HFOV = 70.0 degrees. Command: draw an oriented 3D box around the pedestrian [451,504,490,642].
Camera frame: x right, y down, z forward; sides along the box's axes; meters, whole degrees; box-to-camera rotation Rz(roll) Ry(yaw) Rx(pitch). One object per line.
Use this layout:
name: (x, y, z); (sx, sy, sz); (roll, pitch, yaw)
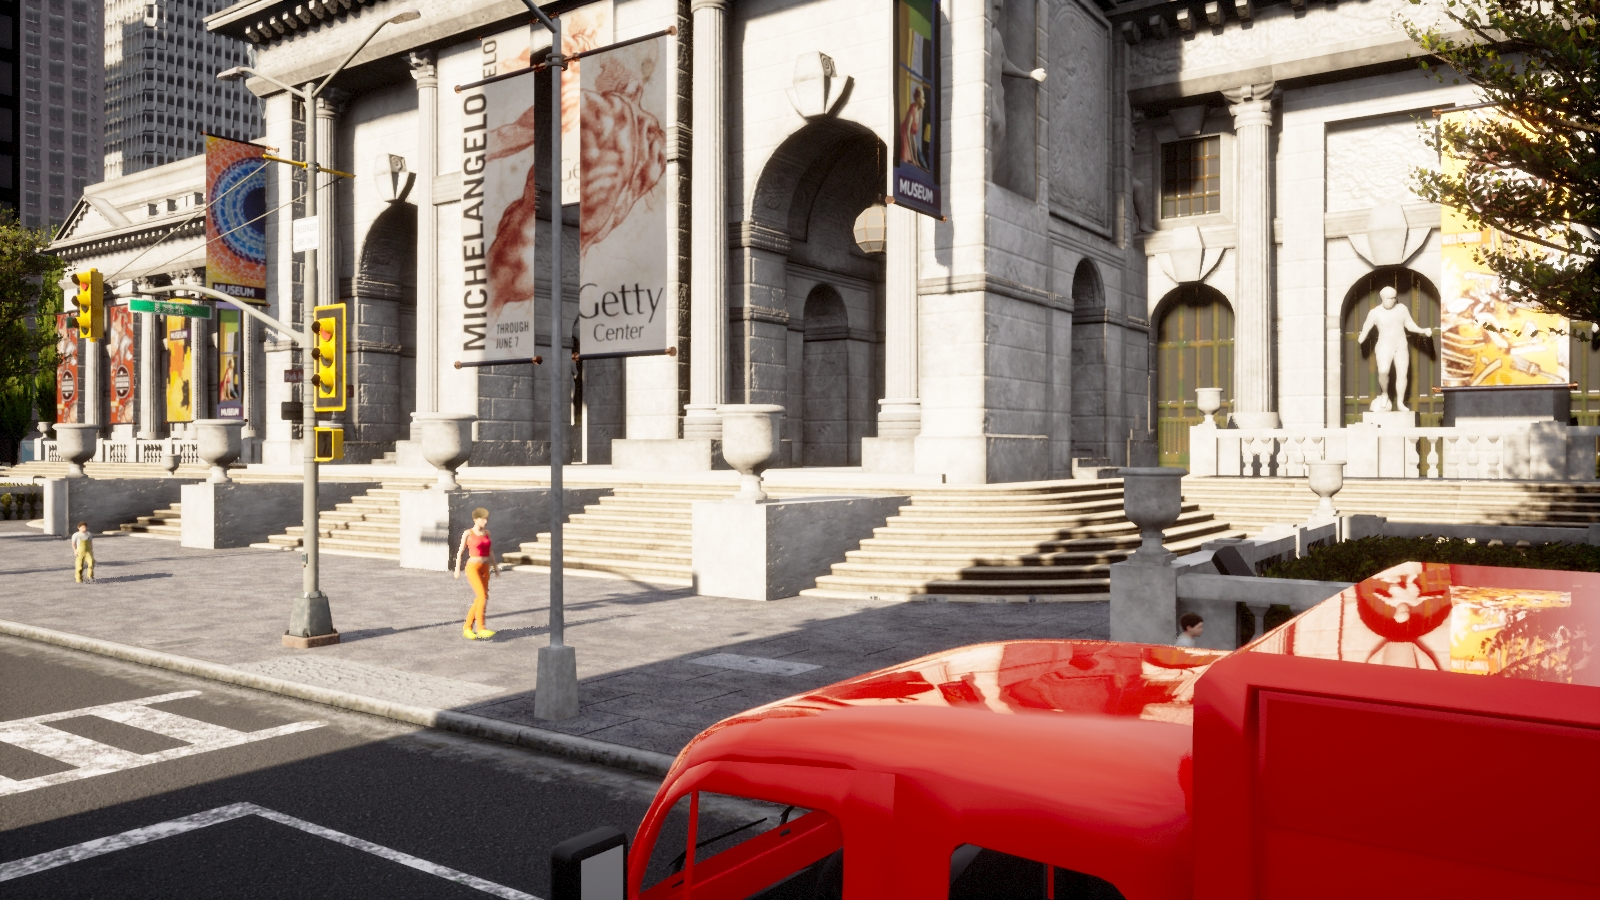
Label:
pedestrian: (-4.562, 1.691, 15.823); (0.375, 1.860, 0.375); (0, 0, 35)

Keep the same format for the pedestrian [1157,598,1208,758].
pedestrian: (3.341, 1.976, 9.980); (0.375, 1.300, 0.375); (0, 0, 25)

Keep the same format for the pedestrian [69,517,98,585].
pedestrian: (-14.024, 1.967, 22.350); (0.375, 1.300, 0.375); (0, 0, 37)

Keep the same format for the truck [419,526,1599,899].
truck: (1.935, 1.568, 2.414); (5.204, 2.467, 2.627); (0, 0, 35)
